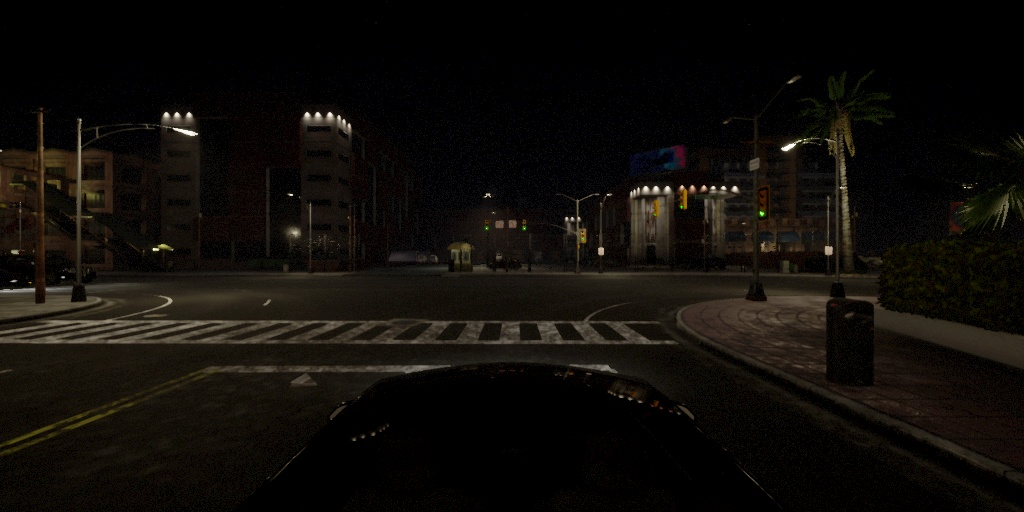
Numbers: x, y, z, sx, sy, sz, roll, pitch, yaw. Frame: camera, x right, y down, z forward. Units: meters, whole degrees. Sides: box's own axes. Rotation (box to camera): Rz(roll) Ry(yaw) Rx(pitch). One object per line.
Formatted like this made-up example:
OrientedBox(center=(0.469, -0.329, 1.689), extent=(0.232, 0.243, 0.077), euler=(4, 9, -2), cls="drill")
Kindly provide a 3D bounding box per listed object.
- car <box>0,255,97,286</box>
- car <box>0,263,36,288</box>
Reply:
OrientedBox(center=(-32.162, 0.968, 24.625), extent=(5.566, 2.045, 2.150), euler=(0, 0, 0), cls="car")
OrientedBox(center=(-31.415, 1.311, 21.220), extent=(4.181, 1.385, 1.994), euler=(0, 0, 0), cls="car")
